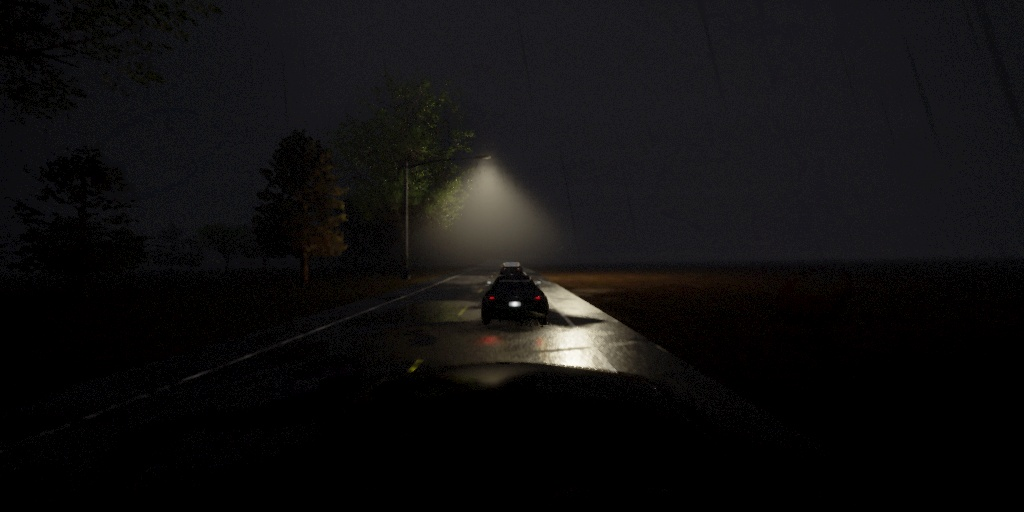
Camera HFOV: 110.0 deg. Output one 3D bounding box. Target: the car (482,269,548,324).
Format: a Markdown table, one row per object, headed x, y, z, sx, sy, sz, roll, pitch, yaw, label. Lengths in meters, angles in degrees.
| x | y | z | sx | sy | sz | roll | pitch | yaw | label |
| --- | --- | --- | --- | --- | --- | --- | --- | --- | --- |
| 0.075 | 1.311 | 11.986 | 1.994 | 1.385 | 4.181 | 0 | 0 | 0 | car |

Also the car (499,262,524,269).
| x | y | z | sx | sy | sz | roll | pitch | yaw | label |
| --- | --- | --- | --- | --- | --- | --- | --- | --- | --- |
| -0.052 | 1.237 | 30.223 | 2.128 | 1.511 | 4.902 | 0 | 0 | -1 | car |
